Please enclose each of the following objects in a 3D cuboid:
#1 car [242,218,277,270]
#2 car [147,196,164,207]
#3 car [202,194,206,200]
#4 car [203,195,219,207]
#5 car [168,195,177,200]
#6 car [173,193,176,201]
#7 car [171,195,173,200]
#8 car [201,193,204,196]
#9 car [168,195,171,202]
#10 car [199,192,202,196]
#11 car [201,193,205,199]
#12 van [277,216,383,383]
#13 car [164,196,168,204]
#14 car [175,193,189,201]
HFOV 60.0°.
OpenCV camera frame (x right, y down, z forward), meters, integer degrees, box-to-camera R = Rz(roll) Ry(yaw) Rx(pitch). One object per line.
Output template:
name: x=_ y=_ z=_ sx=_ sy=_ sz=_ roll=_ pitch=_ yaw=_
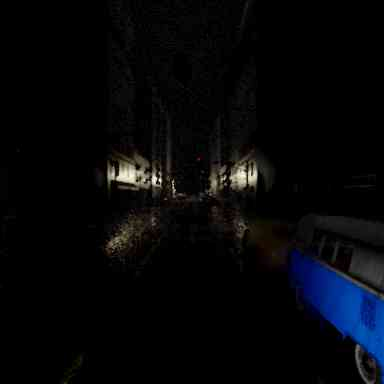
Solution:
car: x=2.673 y=1.504 z=10.763 sx=1.752 sy=1.417 sz=4.829 roll=1 pitch=0 yaw=0
car: x=-5.546 y=1.483 z=48.360 sx=1.802 sy=1.307 sz=4.206 roll=1 pitch=0 yaw=1
car: x=3.049 y=1.433 z=53.787 sx=1.887 sy=1.381 sz=4.507 roll=1 pitch=0 yaw=1
car: x=2.979 y=1.466 z=48.257 sx=1.947 sy=1.339 sz=4.313 roll=1 pitch=0 yaw=1
car: x=-5.060 y=1.378 z=87.062 sx=1.947 sy=1.339 sz=4.313 roll=1 pitch=0 yaw=1
car: x=-5.131 y=1.351 z=81.363 sx=1.752 sy=1.417 sz=4.829 roll=1 pitch=0 yaw=1
car: x=-5.337 y=1.409 z=64.946 sx=1.887 sy=1.381 sz=4.507 roll=1 pitch=0 yaw=1
car: x=3.187 y=1.408 z=64.847 sx=1.887 sy=1.381 sz=4.507 roll=1 pitch=0 yaw=1
car: x=-5.407 y=1.427 z=59.417 sx=2.008 sy=1.369 sz=4.403 roll=1 pitch=0 yaw=1
car: x=3.465 y=1.361 z=86.968 sx=2.008 sy=1.369 sz=4.403 roll=1 pitch=0 yaw=1
car: x=3.118 y=1.426 z=59.317 sx=2.008 sy=1.369 sz=4.403 roll=1 pitch=0 yaw=1
van: x=2.676 y=1.331 z=4.919 sx=1.690 sy=1.788 sz=3.998 roll=1 pitch=0 yaw=0
car: x=-5.477 y=1.455 z=53.888 sx=1.947 sy=1.339 sz=4.313 roll=1 pitch=0 yaw=1
car: x=-2.322 y=1.428 z=78.140 sx=1.895 sy=1.301 sz=4.718 roll=0 pitch=0 yaw=1
